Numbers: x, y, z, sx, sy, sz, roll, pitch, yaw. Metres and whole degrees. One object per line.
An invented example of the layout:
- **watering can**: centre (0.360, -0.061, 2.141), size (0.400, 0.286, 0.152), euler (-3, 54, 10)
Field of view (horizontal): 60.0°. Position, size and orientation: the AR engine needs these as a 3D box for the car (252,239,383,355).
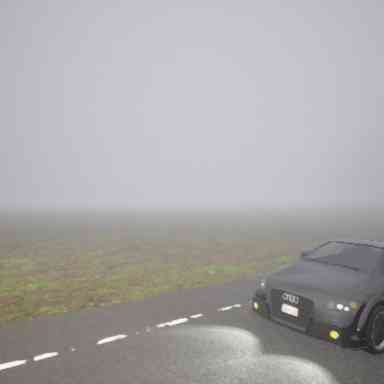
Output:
- **car**: centre (3.108, 1.619, 6.208), size (4.181, 1.385, 1.994), euler (0, 0, -35)
